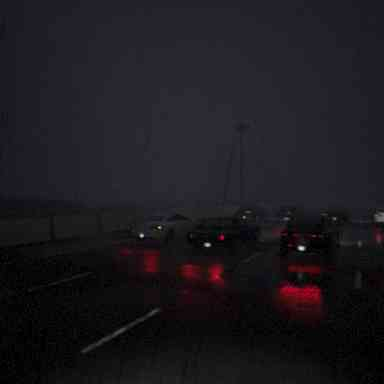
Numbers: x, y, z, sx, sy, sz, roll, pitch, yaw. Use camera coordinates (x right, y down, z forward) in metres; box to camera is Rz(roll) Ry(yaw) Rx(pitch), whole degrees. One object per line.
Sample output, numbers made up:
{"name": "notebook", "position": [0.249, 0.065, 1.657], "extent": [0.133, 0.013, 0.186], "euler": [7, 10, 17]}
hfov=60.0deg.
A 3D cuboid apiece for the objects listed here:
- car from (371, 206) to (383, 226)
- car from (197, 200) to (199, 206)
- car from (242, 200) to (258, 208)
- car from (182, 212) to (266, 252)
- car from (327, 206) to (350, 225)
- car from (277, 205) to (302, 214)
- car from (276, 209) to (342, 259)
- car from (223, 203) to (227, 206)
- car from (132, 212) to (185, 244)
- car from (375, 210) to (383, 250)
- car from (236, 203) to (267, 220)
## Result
{"name": "car", "position": [14.972, 1.836, 25.667], "extent": [1.812, 1.442, 4.674], "euler": [0, -1, 27]}
{"name": "car", "position": [1.695, 2.415, 69.007], "extent": [2.128, 1.511, 4.902], "euler": [0, -1, 27]}
{"name": "car", "position": [11.269, 2.367, 64.706], "extent": [1.812, 1.442, 4.674], "euler": [0, -1, 28]}
{"name": "car", "position": [1.621, 1.787, 14.910], "extent": [1.895, 1.301, 4.718], "euler": [0, -1, 27]}
{"name": "car", "position": [11.853, 1.856, 27.256], "extent": [1.812, 1.442, 4.674], "euler": [0, -1, 27]}
{"name": "car", "position": [8.549, 1.853, 28.489], "extent": [1.837, 1.490, 4.892], "euler": [0, 0, 27]}
{"name": "car", "position": [4.856, 1.675, 13.548], "extent": [1.837, 1.490, 4.892], "euler": [0, 0, 27]}
{"name": "car", "position": [7.965, 2.207, 65.937], "extent": [2.097, 1.767, 4.553], "euler": [0, -1, 28]}
{"name": "car", "position": [-1.199, 1.738, 17.072], "extent": [1.812, 1.442, 4.674], "euler": [0, -1, 27]}
{"name": "car", "position": [7.976, 1.637, 11.960], "extent": [2.128, 1.511, 4.902], "euler": [0, -1, 27]}
{"name": "car", "position": [5.439, 1.874, 30.094], "extent": [1.837, 1.490, 4.892], "euler": [0, 0, 27]}
